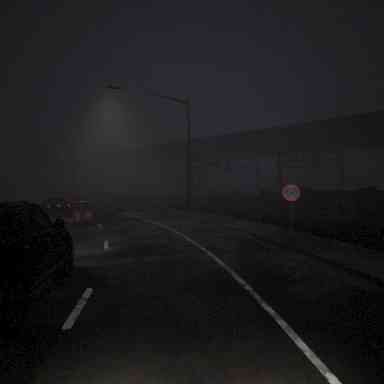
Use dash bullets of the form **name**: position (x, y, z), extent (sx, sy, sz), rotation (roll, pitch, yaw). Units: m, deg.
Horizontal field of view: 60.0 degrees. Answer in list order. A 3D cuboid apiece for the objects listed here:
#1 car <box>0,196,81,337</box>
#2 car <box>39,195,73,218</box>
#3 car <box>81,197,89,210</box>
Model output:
- **car**: position (-3.970, 1.184, 6.563), extent (2.150, 2.045, 5.566), rotation (0, 1, -7)
- **car**: position (-11.848, 1.178, 28.870), extent (2.097, 1.767, 4.553), rotation (-2, 1, -30)
- **car**: position (-12.825, 1.227, 36.456), extent (2.128, 1.511, 4.902), rotation (-2, 1, -36)
